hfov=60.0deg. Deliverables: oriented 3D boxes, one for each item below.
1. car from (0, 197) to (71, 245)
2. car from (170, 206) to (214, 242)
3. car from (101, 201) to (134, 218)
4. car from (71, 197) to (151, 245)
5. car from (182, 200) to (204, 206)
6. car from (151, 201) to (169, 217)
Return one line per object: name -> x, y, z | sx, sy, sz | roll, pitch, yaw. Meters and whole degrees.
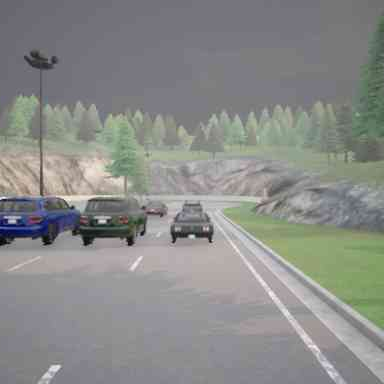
car -> -6.992, 1.225, 15.694 | 2.150, 2.045, 5.566 | 0, 0, 0
car -> 0.014, 1.601, 16.369 | 1.895, 1.301, 4.718 | 0, 0, 0
car -> -6.905, 1.601, 31.352 | 1.895, 1.301, 4.718 | 0, 0, 2
car -> -3.493, 1.225, 15.683 | 2.150, 2.045, 5.566 | 0, 0, 0
car -> 0.109, 1.493, 31.522 | 2.128, 1.511, 4.902 | 0, 0, 2
car -> -3.395, 1.564, 31.426 | 1.994, 1.385, 4.181 | 0, 0, 2
